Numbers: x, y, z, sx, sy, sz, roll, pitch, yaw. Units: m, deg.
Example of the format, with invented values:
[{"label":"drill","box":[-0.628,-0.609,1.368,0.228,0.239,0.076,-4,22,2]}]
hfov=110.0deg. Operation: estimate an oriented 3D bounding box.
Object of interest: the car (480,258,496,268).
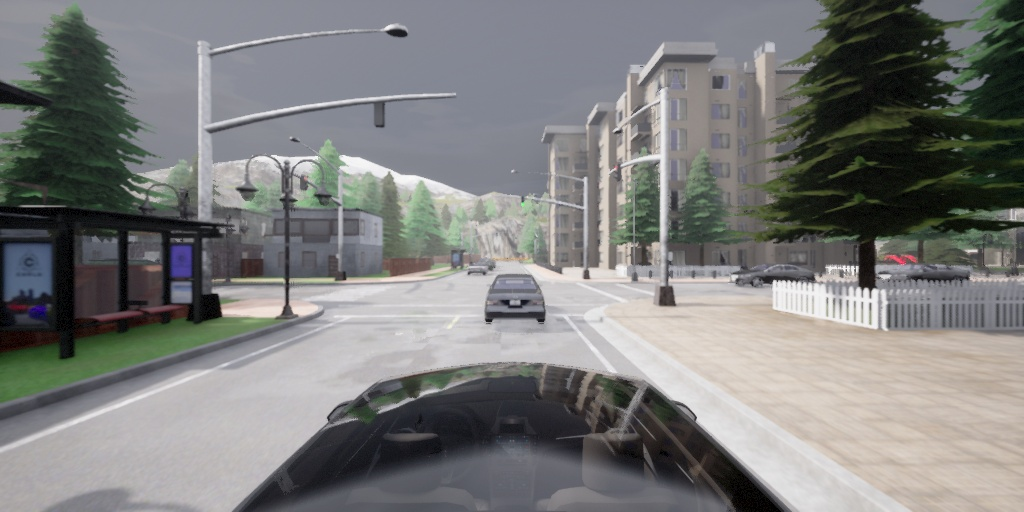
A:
[{"label":"car","box":[-3.599,1.076,47.749,2.097,1.767,4.553,0,0,0]}]

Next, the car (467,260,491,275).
[{"label":"car","box":[-3.605,1.330,37.896,1.895,1.301,4.718,0,0,0]}]

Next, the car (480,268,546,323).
[{"label":"car","box":[0.090,1.291,12.091,2.033,1.411,5.357,0,0,0]}]

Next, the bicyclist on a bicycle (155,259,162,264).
[{"label":"bicyclist on a bicycle","box":[-23.732,1.022,24.151,0.582,1.620,1.656,0,0,-11]}]

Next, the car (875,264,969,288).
[{"label":"car","box":[26.653,1.243,23.415,4.902,1.511,2.128,0,0,-2]}]

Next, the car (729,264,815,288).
[{"label":"car","box":[16.684,1.244,23.127,4.902,1.511,2.128,0,0,-2]}]
